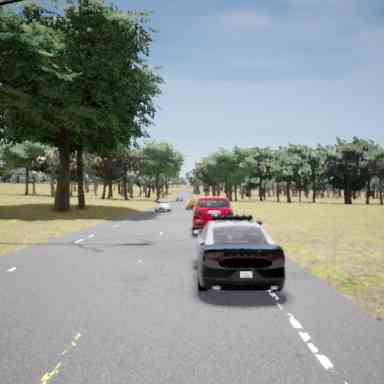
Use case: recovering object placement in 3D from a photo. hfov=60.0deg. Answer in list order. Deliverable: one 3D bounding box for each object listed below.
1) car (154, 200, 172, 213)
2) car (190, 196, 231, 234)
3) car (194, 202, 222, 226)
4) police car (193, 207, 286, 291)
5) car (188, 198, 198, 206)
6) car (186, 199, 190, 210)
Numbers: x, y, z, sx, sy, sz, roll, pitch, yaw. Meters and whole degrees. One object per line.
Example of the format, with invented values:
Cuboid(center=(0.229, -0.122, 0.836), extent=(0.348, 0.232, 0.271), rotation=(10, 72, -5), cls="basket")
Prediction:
Cuboid(center=(-3.485, 1.714, 40.220), extent=(1.812, 1.442, 4.674), rotation=(0, 0, 0), cls="car")
Cuboid(center=(1.105, 1.264, 19.056), extent=(2.150, 2.045, 5.566), rotation=(0, 0, 0), cls="car")
Cuboid(center=(1.122, 1.553, 25.028), extent=(1.882, 1.535, 5.008), rotation=(0, 0, 0), cls="car")
Cuboid(center=(1.076, 1.431, 9.132), extent=(1.930, 1.638, 5.238), rotation=(0, 0, 0), cls="police car")
Cuboid(center=(0.109, 1.927, 64.244), extent=(1.812, 1.442, 4.674), rotation=(0, -1, 0), cls="car")
Cuboid(center=(0.159, 1.722, 46.959), extent=(1.882, 1.535, 5.008), rotation=(0, 0, 1), cls="car")
